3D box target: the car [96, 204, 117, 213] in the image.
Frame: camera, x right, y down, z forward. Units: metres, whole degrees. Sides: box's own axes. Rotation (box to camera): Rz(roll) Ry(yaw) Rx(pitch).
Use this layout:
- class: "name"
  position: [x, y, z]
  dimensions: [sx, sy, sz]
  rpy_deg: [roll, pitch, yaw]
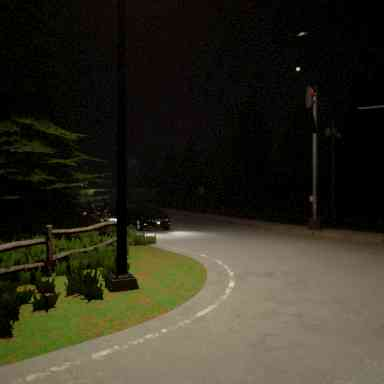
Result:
- class: "car"
  position: [-7.034, 1.537, 29.759]
  dimensions: [1.994, 1.385, 4.181]
  rpy_deg: [0, 0, -24]

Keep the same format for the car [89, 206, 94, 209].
- class: "car"
  position: [-11.202, 1.499, 39.096]
  dimensions: [1.812, 1.442, 4.674]
  rpy_deg: [0, 0, -24]

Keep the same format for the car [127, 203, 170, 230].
- class: "car"
  position: [-2.888, 1.478, 20.711]
  dimensions: [1.837, 1.490, 4.892]
  rpy_deg: [0, 0, -25]
